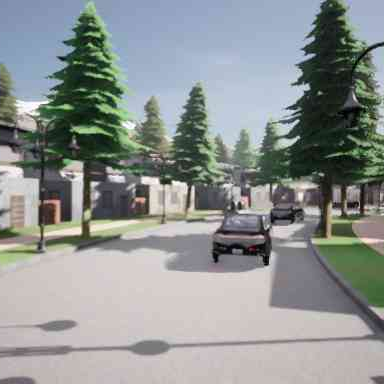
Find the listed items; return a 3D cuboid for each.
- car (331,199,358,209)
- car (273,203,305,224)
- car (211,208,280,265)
[{"bbox_3d":[21.819,1.708,47.638,5.008,1.535,1.882,0,0,-36],"label":"car"},{"bbox_3d":[7.495,1.597,25.971,2.128,1.511,4.902,0,0,30],"label":"car"},{"bbox_3d":[1.956,1.531,12.018,2.128,1.511,4.902,0,0,15],"label":"car"}]
